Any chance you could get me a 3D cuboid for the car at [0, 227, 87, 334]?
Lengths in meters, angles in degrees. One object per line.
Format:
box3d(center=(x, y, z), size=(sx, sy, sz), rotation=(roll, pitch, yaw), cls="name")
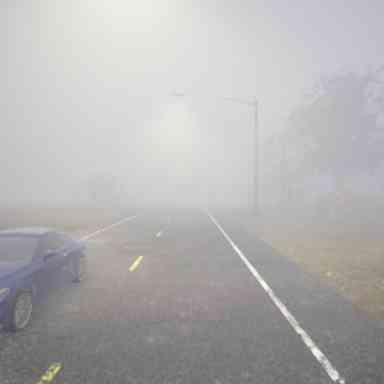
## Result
box3d(center=(-3.602, 1.524, 6.885), size=(1.812, 1.442, 4.674), rotation=(0, 0, 0), cls="car")
